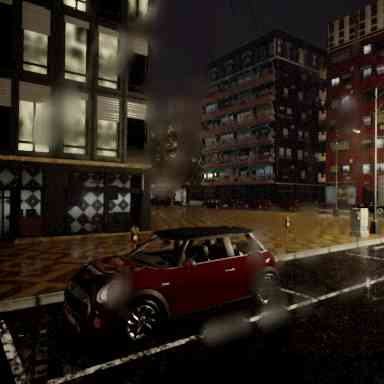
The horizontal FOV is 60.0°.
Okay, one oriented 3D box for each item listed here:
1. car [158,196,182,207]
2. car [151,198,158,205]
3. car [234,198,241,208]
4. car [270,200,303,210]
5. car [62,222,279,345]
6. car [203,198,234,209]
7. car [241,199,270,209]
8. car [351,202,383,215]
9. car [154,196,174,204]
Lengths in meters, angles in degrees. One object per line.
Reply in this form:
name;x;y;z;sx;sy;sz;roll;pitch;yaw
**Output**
car;-3.337;1.731;55.029;1.887;1.381;4.507;1;-1;-35
car;-6.607;1.762;59.661;1.887;1.381;4.507;1;-1;-35
car;6.783;1.723;55.225;1.967;1.590;4.097;1;-1;-35
car;13.323;1.804;45.958;1.802;1.307;4.206;1;-1;-35
car;-0.268;1.441;6.351;4.097;1.590;1.967;0;1;-35
car;3.204;1.676;45.763;2.008;1.369;4.403;1;-1;-35
car;10.053;1.797;50.592;1.887;1.381;4.507;1;-1;-35
car;19.864;1.728;36.694;1.947;1.339;4.313;1;-1;-35
car;-6.298;1.722;73.757;2.192;1.841;5.009;1;-1;-35
